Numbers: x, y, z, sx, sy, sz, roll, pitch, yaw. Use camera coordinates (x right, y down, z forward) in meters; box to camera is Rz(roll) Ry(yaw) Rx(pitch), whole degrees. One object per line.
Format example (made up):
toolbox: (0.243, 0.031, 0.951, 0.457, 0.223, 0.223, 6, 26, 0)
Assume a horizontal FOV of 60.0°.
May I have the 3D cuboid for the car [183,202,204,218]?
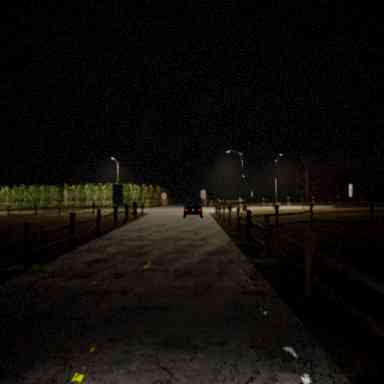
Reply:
car: (0.114, 1.660, 31.763, 2.033, 1.411, 5.357, 0, 0, 0)
